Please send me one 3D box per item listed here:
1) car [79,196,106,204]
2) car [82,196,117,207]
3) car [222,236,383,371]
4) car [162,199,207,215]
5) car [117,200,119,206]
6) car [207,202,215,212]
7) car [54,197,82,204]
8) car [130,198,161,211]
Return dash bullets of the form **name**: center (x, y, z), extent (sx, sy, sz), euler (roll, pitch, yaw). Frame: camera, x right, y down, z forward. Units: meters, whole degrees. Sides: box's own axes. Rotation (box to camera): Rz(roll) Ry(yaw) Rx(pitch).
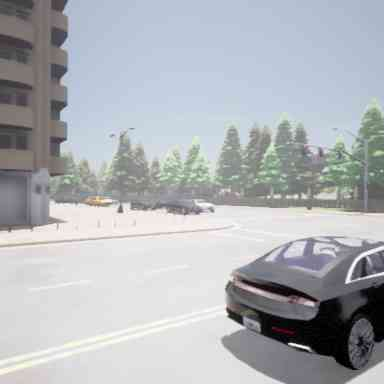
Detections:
- **car**: center (-20.250, 1.572, 67.581), extent (4.902, 1.511, 2.128), euler (0, 0, 18)
- **car**: center (-14.535, 1.525, 52.228), extent (5.008, 1.535, 1.882), euler (1, 0, 39)
- **car**: center (2.760, 1.523, 5.746), extent (4.902, 1.511, 2.128), euler (0, 0, -35)
- **car**: center (-0.918, 1.558, 35.046), extent (1.837, 1.490, 4.892), euler (0, 0, -35)
- **car**: center (-14.357, 1.586, 56.466), extent (4.674, 1.442, 1.812), euler (0, 0, 36)
- **car**: center (0.759, 1.599, 38.752), extent (1.812, 1.442, 4.674), euler (0, 0, -35)
- **car**: center (-24.299, 1.592, 65.391), extent (5.357, 1.411, 2.033), euler (0, 0, 15)
- **car**: center (-6.269, 1.558, 42.626), extent (1.837, 1.490, 4.892), euler (0, 0, -36)
